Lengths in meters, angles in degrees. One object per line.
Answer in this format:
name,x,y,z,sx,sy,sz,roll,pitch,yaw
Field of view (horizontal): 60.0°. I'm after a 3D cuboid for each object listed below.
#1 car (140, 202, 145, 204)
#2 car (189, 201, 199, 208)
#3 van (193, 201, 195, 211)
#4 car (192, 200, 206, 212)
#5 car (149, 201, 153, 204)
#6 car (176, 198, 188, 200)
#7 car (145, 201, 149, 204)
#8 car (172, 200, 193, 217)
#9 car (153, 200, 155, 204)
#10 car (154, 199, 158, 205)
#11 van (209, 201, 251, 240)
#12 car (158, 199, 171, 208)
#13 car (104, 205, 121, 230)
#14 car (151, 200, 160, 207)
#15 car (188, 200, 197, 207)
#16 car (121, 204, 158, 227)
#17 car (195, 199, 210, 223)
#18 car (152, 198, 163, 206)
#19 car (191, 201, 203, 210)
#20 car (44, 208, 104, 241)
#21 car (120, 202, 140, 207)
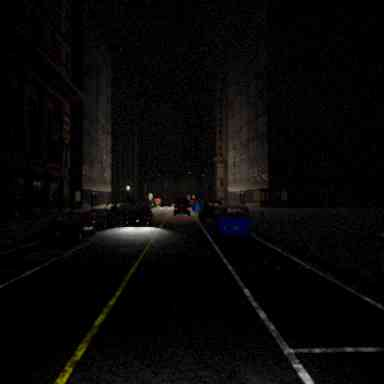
car,-7.156,2.065,39.817,2.008,1.369,4.403,1,-1,-2
car,0.439,2.512,67.379,1.802,1.307,4.206,0,-1,-2
van,1.181,1.928,45.559,1.690,1.788,3.998,1,-1,-2
car,0.995,2.108,51.013,1.967,1.590,4.097,1,-1,-2
car,-7.526,2.218,50.728,1.887,1.381,4.507,1,-1,-2
car,-1.484,1.849,48.137,2.150,2.045,5.566,0,-1,-2
car,-7.340,2.032,45.274,1.967,1.590,4.097,1,-1,-2
car,-1.142,2.007,37.868,1.812,1.442,4.674,0,-1,-2
car,-7.711,2.340,56.183,1.802,1.307,4.206,1,-1,-2
car,-7.896,2.396,61.639,2.008,1.369,4.403,1,-1,-2
van,2.106,1.560,18.275,1.690,1.788,3.998,1,-1,-2
car,-5.207,2.437,65.867,1.812,1.442,4.674,0,-1,-1
car,-6.602,1.845,23.448,2.008,1.369,4.403,1,-1,-2
car,-8.444,2.648,77.835,1.752,1.417,4.829,0,-1,-2
car,0.070,2.665,78.291,1.887,1.381,4.507,0,-1,-2
car,-3.924,1.883,25.529,1.994,1.385,4.181,0,-1,-2
car,1.736,1.676,29.189,2.192,1.841,5.009,1,-1,-2
car,-8.633,2.540,83.465,2.192,1.841,5.009,0,-1,-2
car,0.809,2.297,56.467,1.887,1.381,4.507,0,-1,-2
car,-6.417,1.769,17.993,1.887,1.381,4.507,1,-1,-2
car,-6.971,1.990,34.361,2.008,1.369,4.403,1,-1,-2
